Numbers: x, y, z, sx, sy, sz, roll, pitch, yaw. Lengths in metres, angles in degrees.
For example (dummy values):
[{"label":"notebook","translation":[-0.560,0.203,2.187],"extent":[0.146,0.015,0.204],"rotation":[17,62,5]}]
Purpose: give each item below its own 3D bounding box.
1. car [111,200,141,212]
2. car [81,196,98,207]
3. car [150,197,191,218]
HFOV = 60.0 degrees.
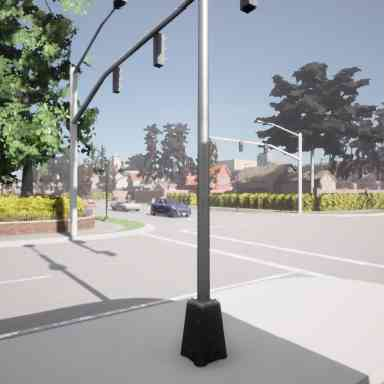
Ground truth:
[{"label":"car","translation":[-7.745,1.601,38.770],"extent":[1.895,1.301,4.718],"rotation":[0,0,-36]},{"label":"car","translation":[-15.883,1.352,50.032],"extent":[2.097,1.767,4.553],"rotation":[0,0,-36]},{"label":"car","translation":[-2.005,1.352,30.831],"extent":[2.097,1.767,4.553],"rotation":[0,0,-36]}]
